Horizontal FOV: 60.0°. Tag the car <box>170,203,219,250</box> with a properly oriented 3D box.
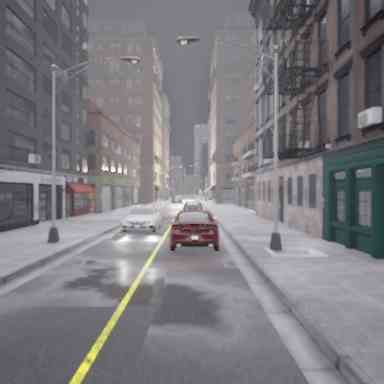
[{"bbox_3d":[0.101,1.476,14.381,1.882,1.535,5.008,0,0,0],"label":"car"}]

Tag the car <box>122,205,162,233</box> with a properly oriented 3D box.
[{"bbox_3d":[-2.848,1.522,19.667,1.812,1.442,4.674,0,0,0],"label":"car"}]

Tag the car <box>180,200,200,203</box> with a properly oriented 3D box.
[{"bbox_3d":[0.099,1.591,33.230,1.895,1.301,4.718,0,0,0],"label":"car"}]

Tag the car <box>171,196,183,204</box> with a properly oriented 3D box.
[{"bbox_3d":[-2.778,1.470,61.190,2.128,1.511,4.902,0,0,1],"label":"car"}]
